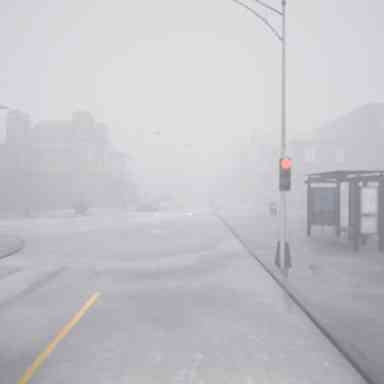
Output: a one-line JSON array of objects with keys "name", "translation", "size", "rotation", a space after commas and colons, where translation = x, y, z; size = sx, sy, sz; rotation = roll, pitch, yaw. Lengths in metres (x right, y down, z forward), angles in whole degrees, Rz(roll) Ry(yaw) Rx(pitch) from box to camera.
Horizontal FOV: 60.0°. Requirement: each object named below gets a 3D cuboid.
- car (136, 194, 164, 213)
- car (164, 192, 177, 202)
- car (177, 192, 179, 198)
[{"name": "car", "translation": [-4.118, 1.218, 32.275], "size": [1.812, 1.442, 4.674], "rotation": [0, 2, 1]}, {"name": "car", "translation": [-4.166, 0.936, 56.297], "size": [2.033, 1.411, 5.357], "rotation": [0, 1, 0]}, {"name": "car", "translation": [-4.240, 0.618, 81.747], "size": [1.812, 1.442, 4.674], "rotation": [0, 1, 0]}]
